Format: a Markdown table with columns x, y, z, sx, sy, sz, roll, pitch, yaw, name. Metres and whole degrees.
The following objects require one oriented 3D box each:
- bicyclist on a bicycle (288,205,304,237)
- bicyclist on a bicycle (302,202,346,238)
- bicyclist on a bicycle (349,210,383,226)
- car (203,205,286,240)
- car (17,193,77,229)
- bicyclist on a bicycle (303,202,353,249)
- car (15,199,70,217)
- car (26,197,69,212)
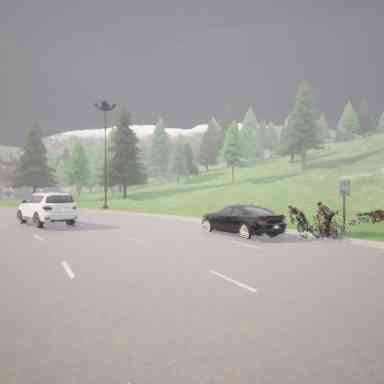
| x | y | z | sx | sy | sz | roll | pitch | yaw | name |
| --- | --- | --- | --- | --- | --- | --- | --- | --- | --- |
| 5.023 | 1.297 | 15.528 | 0.582 | 1.620 | 1.656 | -36 | -10 | 33 | bicyclist on a bicycle |
| 5.975 | 1.251 | 15.001 | 0.582 | 1.620 | 1.656 | -1 | -6 | -30 | bicyclist on a bicycle |
| 7.899 | 1.173 | 14.824 | 1.620 | 0.582 | 1.656 | -18 | -5 | 17 | bicyclist on a bicycle |
| 2.412 | 1.377 | 16.628 | 1.882 | 1.535 | 5.008 | 0 | 0 | -31 | car |
| -9.234 | 1.093 | 21.072 | 2.150 | 2.045 | 5.566 | 1 | 0 | -43 | car |
| 6.412 | 1.573 | 15.679 | 1.656 | 1.620 | 0.582 | 25 | 2 | -15 | bicyclist on a bicycle |
| -13.505 | 1.366 | 29.855 | 5.357 | 1.411 | 2.033 | 0 | 0 | 35 | car |
| -15.200 | 1.314 | 34.998 | 4.674 | 1.442 | 1.812 | 0 | 0 | 32 | car |
